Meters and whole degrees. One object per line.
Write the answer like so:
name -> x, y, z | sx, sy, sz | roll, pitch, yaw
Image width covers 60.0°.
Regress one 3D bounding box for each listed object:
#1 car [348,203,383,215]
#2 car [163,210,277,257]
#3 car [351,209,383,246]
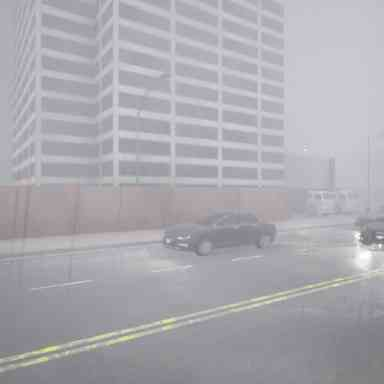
car -> 12.125, 1.547, 20.149 | 5.357, 1.411, 2.033 | 0, 0, -33
car -> 1.194, 1.506, 13.075 | 4.892, 1.490, 1.837 | 0, 0, -33
car -> 8.910, 1.564, 13.912 | 4.181, 1.385, 1.994 | 0, 0, -33
